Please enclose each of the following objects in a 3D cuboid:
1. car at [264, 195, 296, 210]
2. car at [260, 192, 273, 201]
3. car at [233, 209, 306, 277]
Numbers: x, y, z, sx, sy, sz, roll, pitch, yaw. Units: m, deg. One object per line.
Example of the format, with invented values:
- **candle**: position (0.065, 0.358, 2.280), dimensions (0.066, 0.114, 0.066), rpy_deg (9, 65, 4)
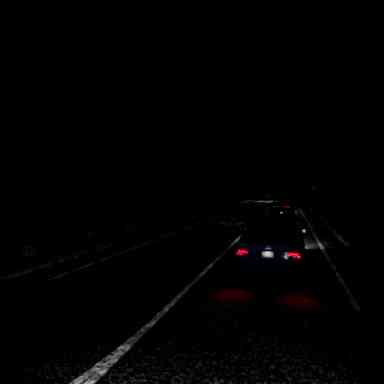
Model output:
- **car**: position (7.272, 1.273, 26.744), dimensions (2.128, 1.511, 4.902), rpy_deg (0, 1, 17)
- **car**: position (13.553, 0.782, 60.144), dimensions (1.882, 1.535, 5.008), rpy_deg (0, 1, 20)
- **car**: position (2.502, 1.506, 10.279), dimensions (2.033, 1.411, 5.357), rpy_deg (0, 0, 17)
